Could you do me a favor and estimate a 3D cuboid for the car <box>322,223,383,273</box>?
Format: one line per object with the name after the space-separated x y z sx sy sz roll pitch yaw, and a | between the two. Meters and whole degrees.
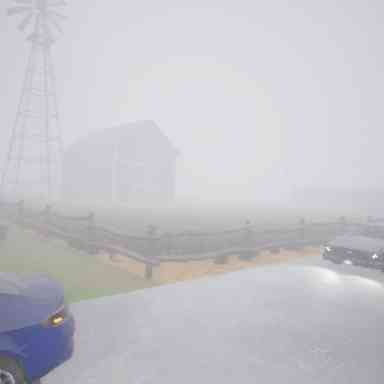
6.723 1.836 11.882 5.357 1.411 2.033 3 0 -42 | car

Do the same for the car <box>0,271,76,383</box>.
-3.343 1.350 2.679 4.674 1.442 1.812 3 0 -42 | car
